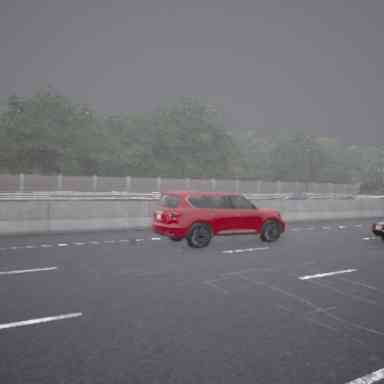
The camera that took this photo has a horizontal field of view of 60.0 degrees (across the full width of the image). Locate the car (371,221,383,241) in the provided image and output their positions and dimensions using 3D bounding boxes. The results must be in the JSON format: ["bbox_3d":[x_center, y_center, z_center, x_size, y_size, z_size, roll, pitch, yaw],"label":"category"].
[{"bbox_3d":[9.898,1.513,14.097,4.718,1.301,1.895,0,1,-28],"label":"car"}]

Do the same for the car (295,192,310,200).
[{"bbox_3d":[13.362,0.783,43.870,4.553,1.767,2.097,0,1,-28],"label":"car"}]

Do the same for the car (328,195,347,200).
[{"bbox_3d":[17.151,1.113,37.981,4.892,1.490,1.837,1,1,-28],"label":"car"}]

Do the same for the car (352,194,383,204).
[{"bbox_3d":[27.077,1.071,51.271,4.674,1.442,1.812,0,1,-28],"label":"car"}]

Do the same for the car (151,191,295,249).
[{"bbox_3d":[1.147,0.990,13.325,5.566,2.045,2.150,0,1,-28],"label":"car"}]

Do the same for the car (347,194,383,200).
[{"bbox_3d":[19.152,1.174,35.086,5.008,1.535,1.882,1,1,-28],"label":"car"}]
